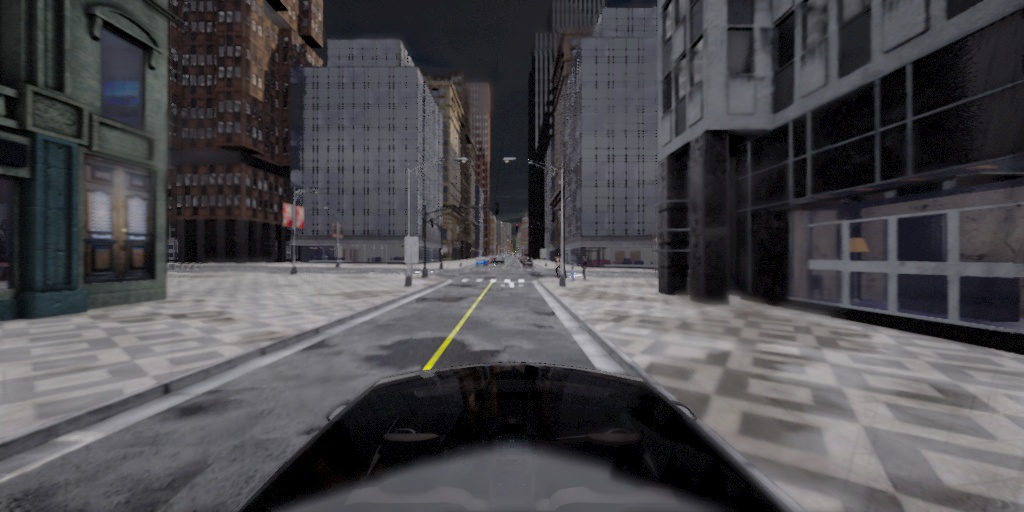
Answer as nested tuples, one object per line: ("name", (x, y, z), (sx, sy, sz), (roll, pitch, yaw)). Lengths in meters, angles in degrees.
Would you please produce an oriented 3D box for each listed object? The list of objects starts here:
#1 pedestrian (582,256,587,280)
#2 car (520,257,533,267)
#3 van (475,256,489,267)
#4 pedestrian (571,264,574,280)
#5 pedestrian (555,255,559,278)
("pedestrian", (5.626, 0.905, 28.014), (0.375, 1.860, 0.375), (0, 0, 0))
("car", (2.866, 1.206, 64.899), (1.948, 1.339, 4.313), (0, 0, 0))
("van", (-5.659, 0.981, 64.952), (1.690, 1.789, 3.998), (0, 0, 0))
("pedestrian", (4.626, 1.159, 27.413), (0.375, 1.300, 0.375), (0, 0, 0))
("pedestrian", (3.618, 0.863, 28.613), (0.375, 1.860, 0.375), (0, 0, 0))
